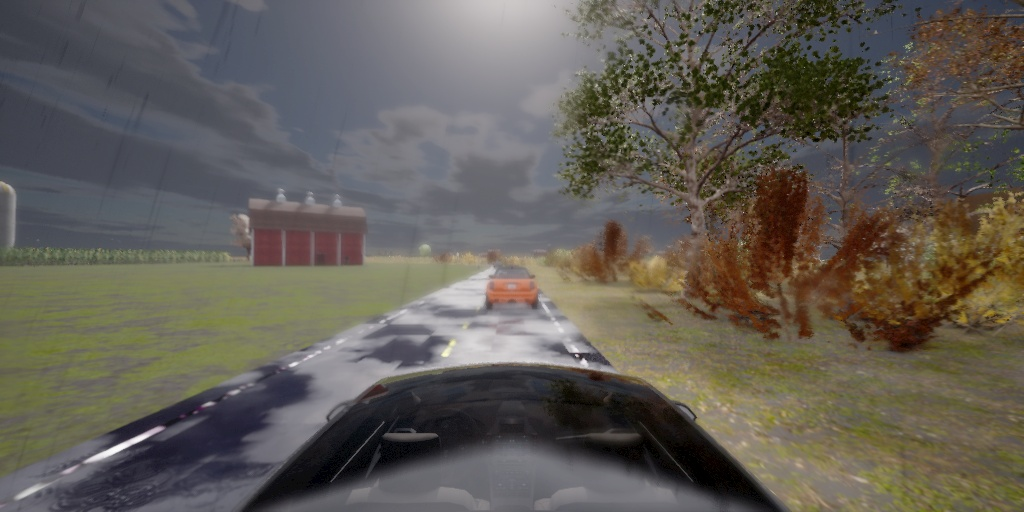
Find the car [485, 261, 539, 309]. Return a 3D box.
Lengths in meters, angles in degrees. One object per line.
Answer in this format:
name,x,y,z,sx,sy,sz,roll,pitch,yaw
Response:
car,0.001,1.232,15.940,2.097,1.767,4.553,0,-1,0
